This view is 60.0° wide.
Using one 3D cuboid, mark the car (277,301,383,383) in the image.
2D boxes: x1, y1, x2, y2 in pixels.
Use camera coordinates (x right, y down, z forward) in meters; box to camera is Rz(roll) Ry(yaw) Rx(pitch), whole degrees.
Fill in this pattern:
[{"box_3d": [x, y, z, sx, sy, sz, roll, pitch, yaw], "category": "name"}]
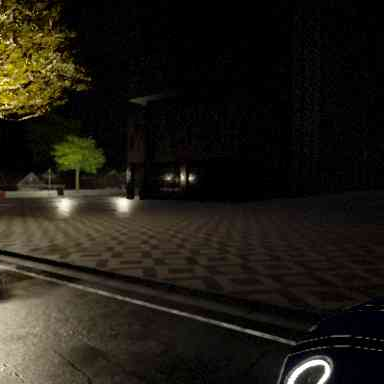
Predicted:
[{"box_3d": [2.824, 1.351, 1.981, 4.553, 1.767, 2.097, 0, 0, 35], "category": "car"}]
